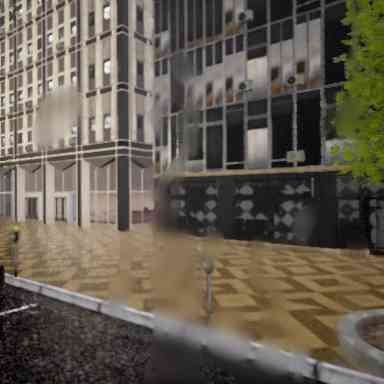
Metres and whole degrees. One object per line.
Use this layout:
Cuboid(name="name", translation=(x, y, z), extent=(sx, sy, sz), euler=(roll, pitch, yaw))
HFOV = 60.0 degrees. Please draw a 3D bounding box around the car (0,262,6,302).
Cuboid(name="car", translation=(-5.476, 1.604, 6.782), extent=(4.313, 1.339, 1.947), euler=(0, 0, 35))
